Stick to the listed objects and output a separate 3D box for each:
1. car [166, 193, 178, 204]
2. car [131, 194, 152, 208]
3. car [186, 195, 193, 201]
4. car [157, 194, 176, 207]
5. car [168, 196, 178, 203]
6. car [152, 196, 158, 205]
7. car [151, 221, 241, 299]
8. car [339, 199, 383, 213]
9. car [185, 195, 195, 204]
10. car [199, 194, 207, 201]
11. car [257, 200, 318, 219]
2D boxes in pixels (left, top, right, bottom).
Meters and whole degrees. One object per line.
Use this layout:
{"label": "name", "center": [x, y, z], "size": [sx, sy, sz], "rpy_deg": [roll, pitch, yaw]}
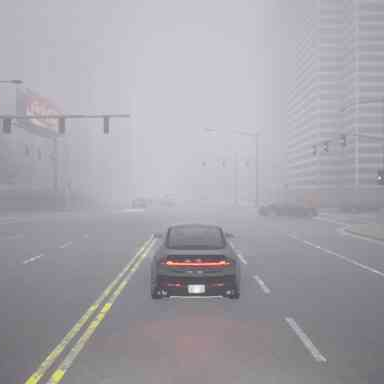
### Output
{"label": "car", "center": [-3.977, 1.221, 61.278], "size": [2.150, 2.045, 5.566], "rpy_deg": [0, 0, 0]}
{"label": "car", "center": [-7.424, 1.491, 47.721], "size": [2.128, 1.511, 4.902], "rpy_deg": [0, 0, 0]}
{"label": "car", "center": [-0.602, 1.524, 88.664], "size": [1.812, 1.442, 4.674], "rpy_deg": [0, 0, 0]}
{"label": "car", "center": [-3.927, 1.526, 51.699], "size": [1.812, 1.442, 4.674], "rpy_deg": [0, 0, 0]}
{"label": "car", "center": [-3.983, 1.595, 71.324], "size": [1.895, 1.301, 4.718], "rpy_deg": [0, 0, 0]}
{"label": "car", "center": [-7.466, 1.601, 56.985], "size": [1.895, 1.301, 4.718], "rpy_deg": [0, 0, 0]}
{"label": "car", "center": [0.054, 1.505, 8.443], "size": [1.837, 1.490, 4.892], "rpy_deg": [0, 0, -1]}
{"label": "car", "center": [18.438, 1.478, 35.660], "size": [5.008, 1.535, 1.882], "rpy_deg": [0, 0, -1]}
{"label": "car", "center": [-0.344, 1.601, 65.798], "size": [1.895, 1.301, 4.718], "rpy_deg": [0, 0, 0]}
{"label": "car", "center": [2.897, 1.355, 88.700], "size": [2.097, 1.767, 4.553], "rpy_deg": [0, 0, 0]}
{"label": "car", "center": [8.092, 1.477, 28.336], "size": [5.008, 1.535, 1.882], "rpy_deg": [0, 0, -1]}
